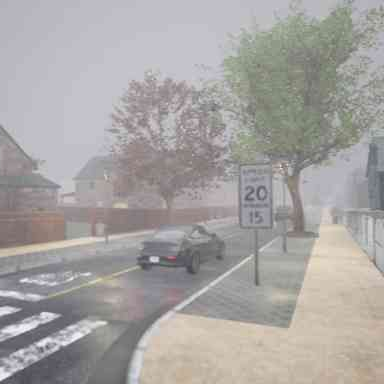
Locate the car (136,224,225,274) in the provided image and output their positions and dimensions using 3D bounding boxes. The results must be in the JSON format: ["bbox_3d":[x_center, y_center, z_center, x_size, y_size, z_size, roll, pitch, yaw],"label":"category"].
[{"bbox_3d":[-0.233,1.841,11.663,1.812,1.442,4.674,-1,-2,22],"label":"car"}]

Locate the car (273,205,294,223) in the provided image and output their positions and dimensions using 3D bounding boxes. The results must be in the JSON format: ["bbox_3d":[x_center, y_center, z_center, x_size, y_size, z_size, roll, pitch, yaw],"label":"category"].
[{"bbox_3d":[11.285,2.589,40.184,2.150,2.045,5.566,-1,-2,22],"label":"car"}]

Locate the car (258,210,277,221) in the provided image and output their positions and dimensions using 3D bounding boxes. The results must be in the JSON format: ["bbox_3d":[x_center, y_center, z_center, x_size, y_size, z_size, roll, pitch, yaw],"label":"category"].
[{"bbox_3d":[10.329,3.159,45.303,1.895,1.301,4.718,-1,-2,22],"label":"car"}]
